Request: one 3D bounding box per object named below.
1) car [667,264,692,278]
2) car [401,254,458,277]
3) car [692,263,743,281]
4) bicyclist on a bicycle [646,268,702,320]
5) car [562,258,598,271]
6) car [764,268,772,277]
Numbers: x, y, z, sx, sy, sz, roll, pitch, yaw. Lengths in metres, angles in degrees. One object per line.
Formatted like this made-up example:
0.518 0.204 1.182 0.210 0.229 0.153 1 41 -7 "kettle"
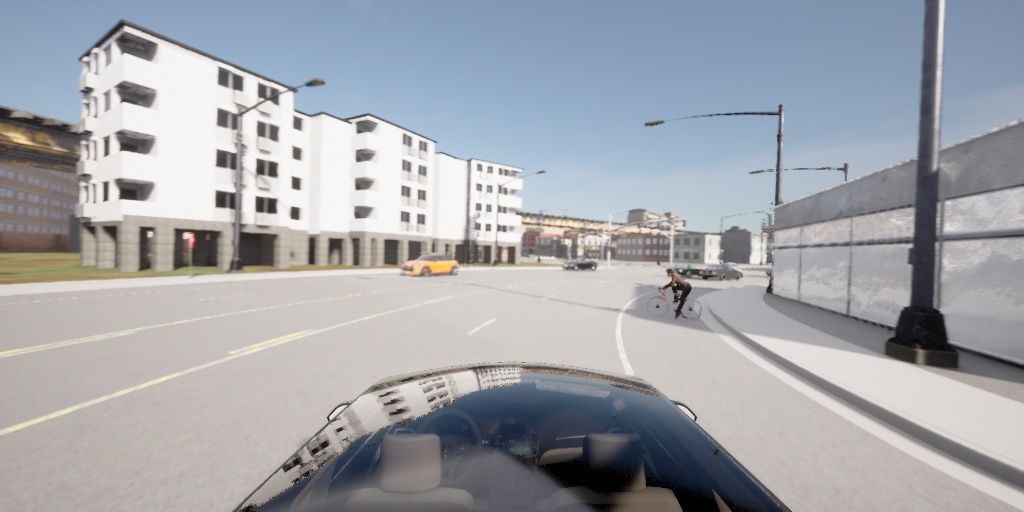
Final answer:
17.993 1.522 36.740 4.718 1.301 1.895 1 1 -35 "car"
-6.157 0.624 27.160 2.097 1.767 4.553 2 1 33 "car"
19.527 1.552 33.564 5.357 1.411 2.033 1 1 -35 "car"
5.234 1.224 11.590 1.656 1.620 0.582 2 1 20 "bicyclist on a bicycle"
8.108 1.040 42.601 4.902 1.511 2.128 1 1 -36 "car"
31.649 1.822 41.947 5.357 1.411 2.033 1 1 -32 "car"
